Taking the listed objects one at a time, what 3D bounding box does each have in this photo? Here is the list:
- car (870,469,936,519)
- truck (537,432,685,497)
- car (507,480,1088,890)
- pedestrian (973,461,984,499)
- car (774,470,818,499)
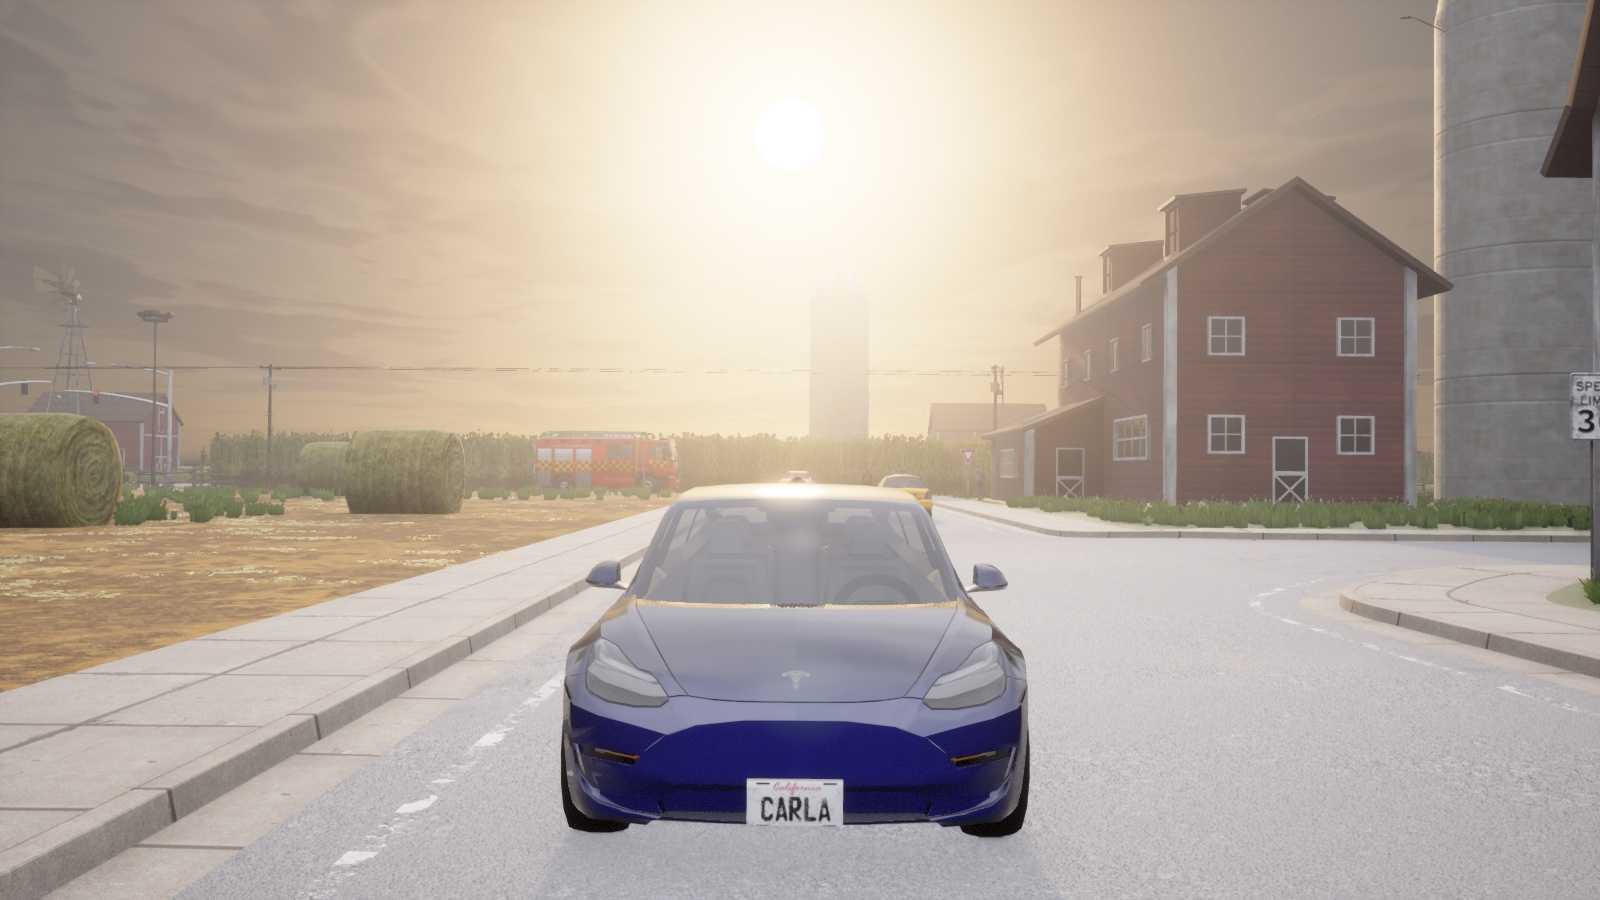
[{"bbox_3d":[3.401,1.435,42.343,1.801,1.575,5.366,0,-1,0],"label":"car"},{"bbox_3d":[-11.357,0.889,76.039,8.468,3.827,2.891,0,-1,1],"label":"truck"},{"bbox_3d":[-0.012,0.931,7.078,2.163,1.488,4.792,0,-1,0],"label":"car"},{"bbox_3d":[8.617,1.450,60.483,0.354,1.836,0.706,0,-1,-7],"label":"pedestrian"},{"bbox_3d":[-0.173,1.865,68.323,2.128,1.511,4.902,0,-1,3],"label":"car"}]
